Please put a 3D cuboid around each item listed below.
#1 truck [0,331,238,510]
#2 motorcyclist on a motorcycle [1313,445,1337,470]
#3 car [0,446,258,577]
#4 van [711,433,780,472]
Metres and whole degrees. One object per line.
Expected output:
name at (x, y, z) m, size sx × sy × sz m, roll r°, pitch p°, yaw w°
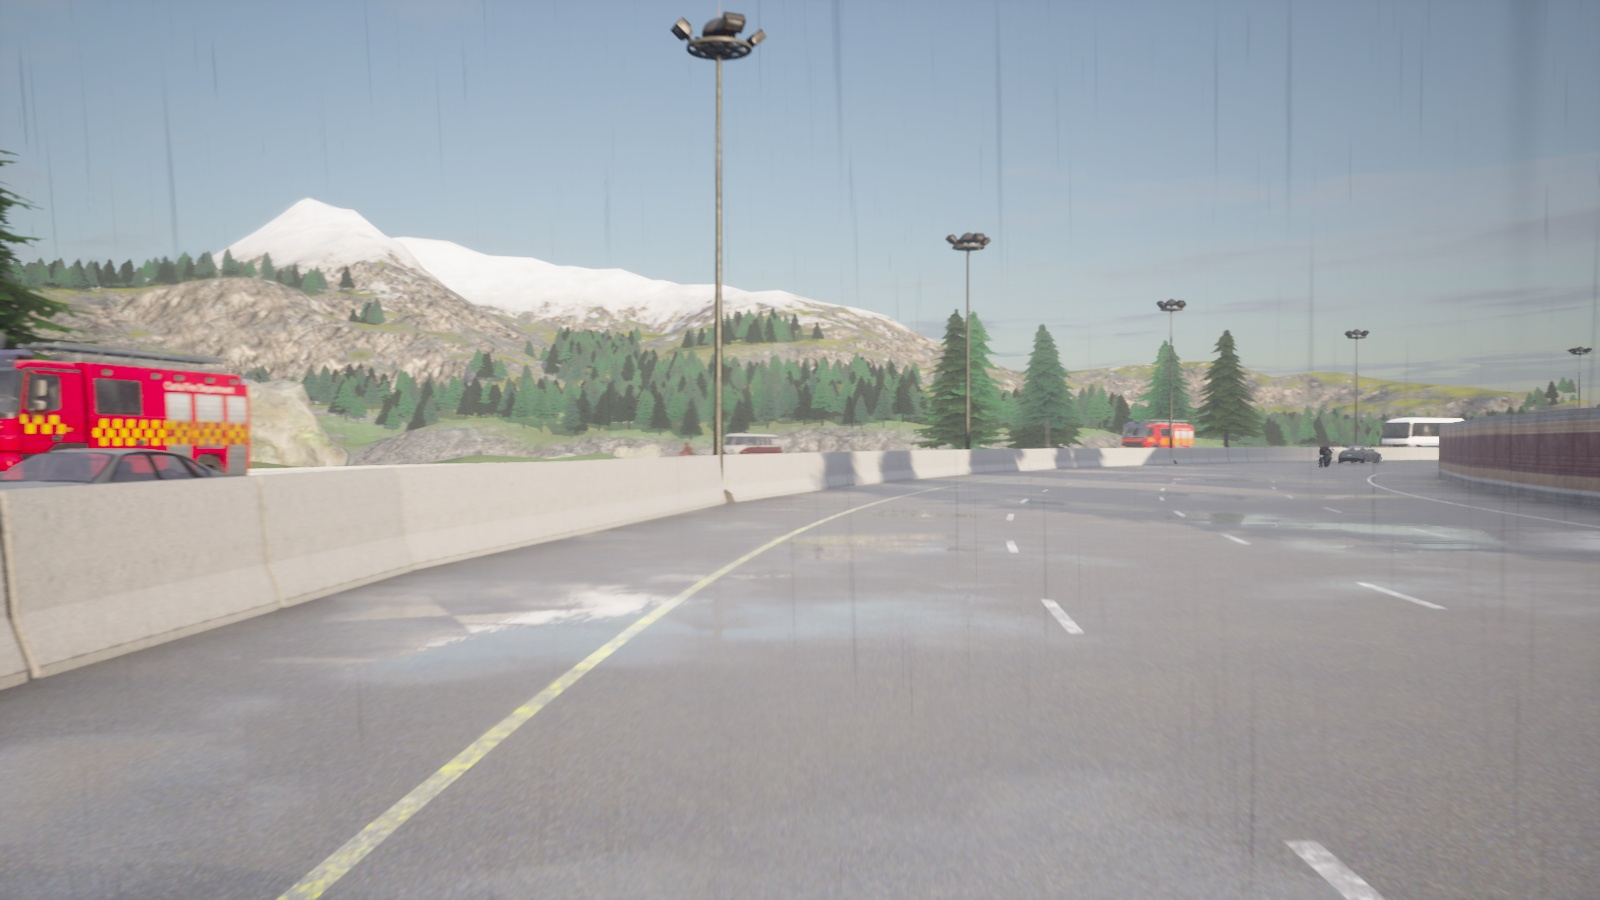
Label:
truck at (-17.856, -0.655, 30.964) m, size 2.891 × 3.827 × 8.468 m, roll 0°, pitch 0°, yaw 11°
motorcyclist on a motorcycle at (32.871, 0.459, 78.660) m, size 0.866 × 1.530 × 2.191 m, roll 1°, pitch 1°, yaw 36°
car at (-9.523, 0.668, 16.496) m, size 2.033 × 1.411 × 5.357 m, roll 0°, pitch 0°, yaw 6°
van at (-2.806, 0.121, 65.915) m, size 1.775 × 1.987 × 4.442 m, roll 0°, pitch 0°, yaw 25°
